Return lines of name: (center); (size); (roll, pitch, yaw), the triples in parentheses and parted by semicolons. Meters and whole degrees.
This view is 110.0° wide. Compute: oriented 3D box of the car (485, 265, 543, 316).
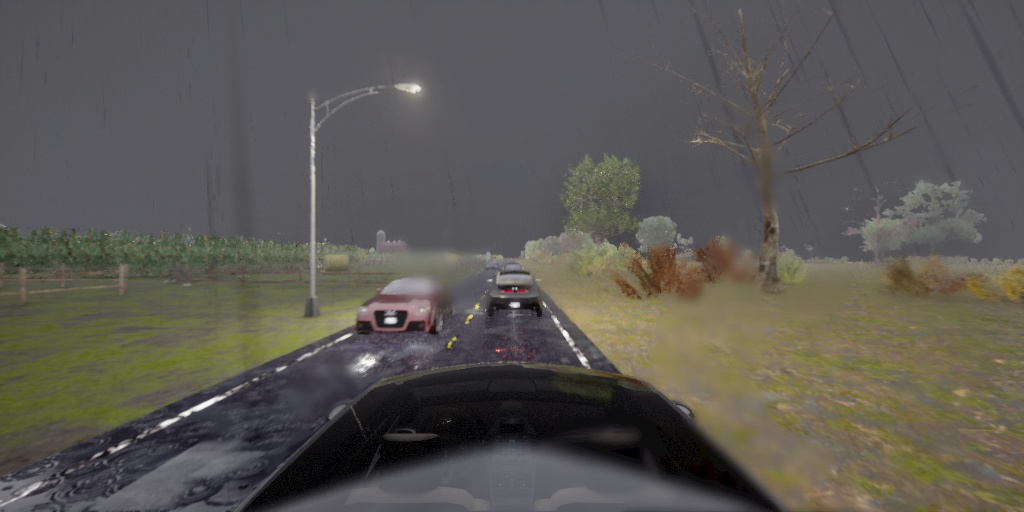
car: (0.099, 1.271, 13.520); (1.837, 1.490, 4.892); (0, 0, 0)

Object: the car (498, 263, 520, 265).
car: (0.097, 1.354, 32.637); (2.033, 1.411, 5.357); (0, 0, 0)

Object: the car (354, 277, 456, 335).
car: (-2.851, 1.325, 10.415); (1.994, 1.385, 4.181); (0, 0, 0)

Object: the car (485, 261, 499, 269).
car: (-2.828, 1.431, 52.963); (1.994, 1.385, 4.181); (0, 0, 0)
